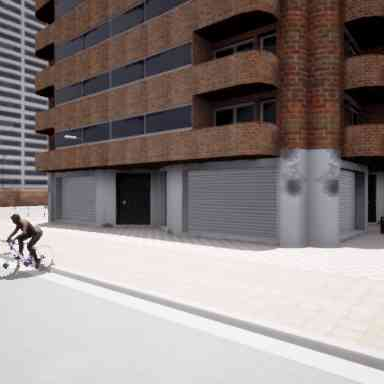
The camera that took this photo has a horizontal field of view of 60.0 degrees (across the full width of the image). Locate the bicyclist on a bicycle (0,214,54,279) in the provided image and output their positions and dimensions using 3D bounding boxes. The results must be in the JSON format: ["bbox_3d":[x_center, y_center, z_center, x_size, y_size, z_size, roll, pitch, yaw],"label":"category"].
[{"bbox_3d":[-4.460,1.386,8.808,0.582,1.620,1.656,0,4,39],"label":"bicyclist on a bicycle"}]

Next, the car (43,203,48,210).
[{"bbox_3d":[-15.571,1.590,40.583,1.895,1.301,4.718,0,0,39],"label":"car"}]
